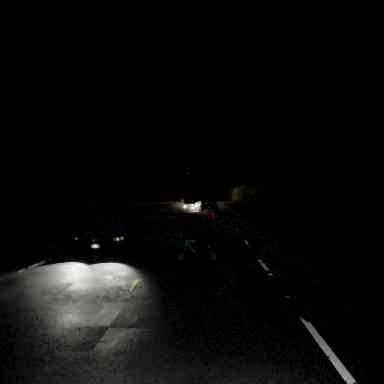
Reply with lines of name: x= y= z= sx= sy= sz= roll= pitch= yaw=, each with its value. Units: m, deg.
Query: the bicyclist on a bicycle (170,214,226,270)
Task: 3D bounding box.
bicyclist on a bicycle: x=0.154 y=1.457 z=9.700 sx=1.656 sy=1.620 sz=0.582 roll=-2 pitch=0 yaw=3

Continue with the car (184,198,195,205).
car: x=-0.489 y=1.782 z=62.365 sx=1.895 sy=1.301 sz=4.718 roll=0 pitch=0 yaw=3

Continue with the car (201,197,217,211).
car: x=2.044 y=1.521 z=40.084 sx=2.128 sy=1.511 sz=4.902 roll=0 pitch=-1 yaw=3

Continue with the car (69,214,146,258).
car: x=-3.033 y=1.565 z=12.726 sx=1.994 sy=1.385 sz=4.181 roll=0 pitch=0 yaw=3

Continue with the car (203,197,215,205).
car: x=3.179 y=1.675 z=62.480 sx=2.128 sy=1.511 sz=4.902 roll=0 pitch=-1 yaw=3
